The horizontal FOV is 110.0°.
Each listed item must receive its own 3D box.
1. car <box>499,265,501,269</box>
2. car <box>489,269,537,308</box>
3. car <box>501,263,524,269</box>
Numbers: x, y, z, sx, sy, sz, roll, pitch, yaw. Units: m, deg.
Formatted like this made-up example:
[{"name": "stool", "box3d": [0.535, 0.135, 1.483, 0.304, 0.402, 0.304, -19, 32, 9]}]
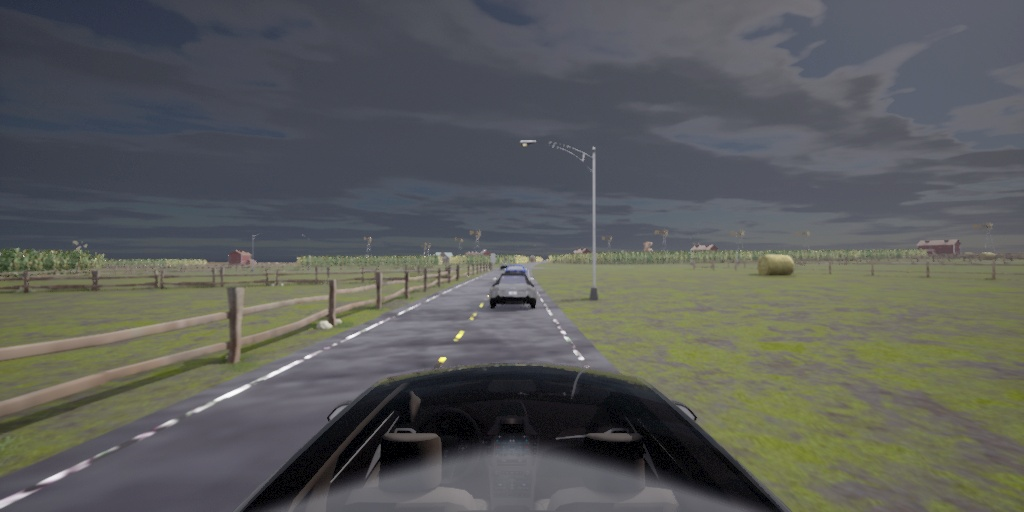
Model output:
[{"name": "car", "box3d": [-1.179, 1.928, 64.505, 1.895, 1.301, 4.718, 0, -1, 3]}, {"name": "car", "box3d": [0.061, 1.447, 16.098, 1.994, 1.385, 4.181, 0, 0, 1]}, {"name": "car", "box3d": [0.321, 1.501, 31.261, 1.882, 1.535, 5.008, 0, 0, 2]}]
